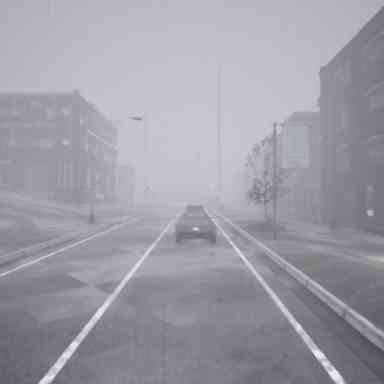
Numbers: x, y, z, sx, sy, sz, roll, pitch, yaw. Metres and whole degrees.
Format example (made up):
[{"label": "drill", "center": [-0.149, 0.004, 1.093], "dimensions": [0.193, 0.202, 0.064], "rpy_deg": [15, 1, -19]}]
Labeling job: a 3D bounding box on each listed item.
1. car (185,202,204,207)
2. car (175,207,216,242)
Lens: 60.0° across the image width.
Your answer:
[{"label": "car", "center": [0.288, 1.754, 35.055], "dimensions": [1.882, 1.535, 5.008], "rpy_deg": [0, -1, 0]}, {"label": "car", "center": [0.192, 1.673, 17.154], "dimensions": [1.994, 1.385, 4.181], "rpy_deg": [0, -1, 0]}]
